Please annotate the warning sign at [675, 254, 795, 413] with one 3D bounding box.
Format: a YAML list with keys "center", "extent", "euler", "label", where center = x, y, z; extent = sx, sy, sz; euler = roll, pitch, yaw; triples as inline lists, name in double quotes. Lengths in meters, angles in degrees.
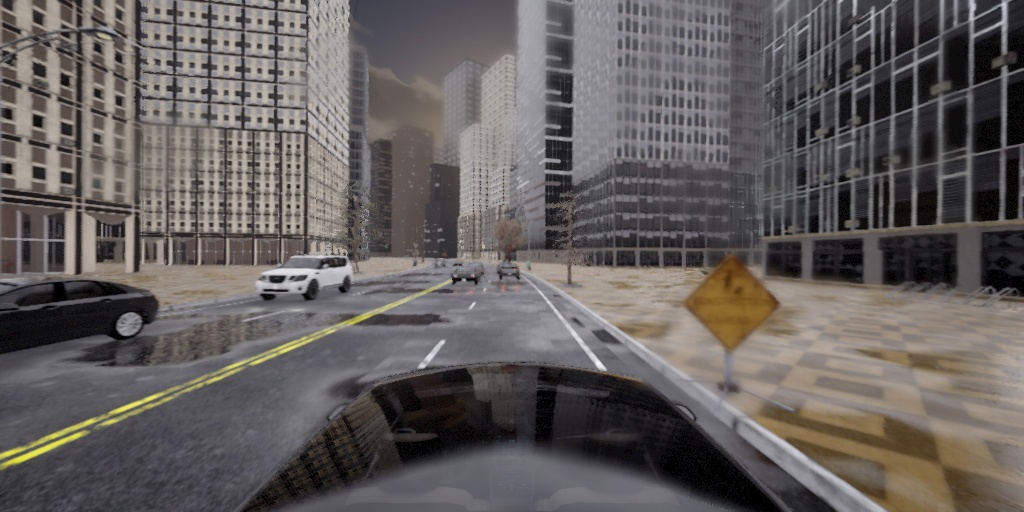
- center: [2.848, 0.897, 4.721]
  extent: [1.300, 1.860, 1.060]
  euler: [0, 0, 0]
  label: "warning sign"

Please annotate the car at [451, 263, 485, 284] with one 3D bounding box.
- center: [-3.357, 1.407, 27.078]
  extent: [1.895, 1.301, 4.718]
  euler: [0, 0, -1]
  label: "car"

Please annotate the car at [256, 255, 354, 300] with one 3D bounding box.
- center: [-9.860, 0.950, 17.697]
  extent: [2.150, 2.045, 5.566]
  euler: [0, 0, 0]
  label: "car"

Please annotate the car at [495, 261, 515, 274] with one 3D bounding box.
- center: [-0.912, 1.410, 43.948]
  extent: [2.033, 1.411, 5.357]
  euler: [0, 0, -5]
  label: "car"

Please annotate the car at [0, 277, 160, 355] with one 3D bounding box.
- center: [-9.851, 1.198, 7.022]
  extent: [1.837, 1.490, 4.892]
  euler: [0, 0, 0]
  label: "car"

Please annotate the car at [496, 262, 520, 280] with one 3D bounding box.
- center: [-0.277, 1.335, 32.781]
  extent: [2.128, 1.511, 4.902]
  euler: [0, 0, -2]
  label: "car"

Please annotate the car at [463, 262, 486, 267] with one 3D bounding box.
- center: [-3.896, 1.379, 38.979]
  extent: [2.033, 1.411, 5.357]
  euler: [0, 0, -3]
  label: "car"
